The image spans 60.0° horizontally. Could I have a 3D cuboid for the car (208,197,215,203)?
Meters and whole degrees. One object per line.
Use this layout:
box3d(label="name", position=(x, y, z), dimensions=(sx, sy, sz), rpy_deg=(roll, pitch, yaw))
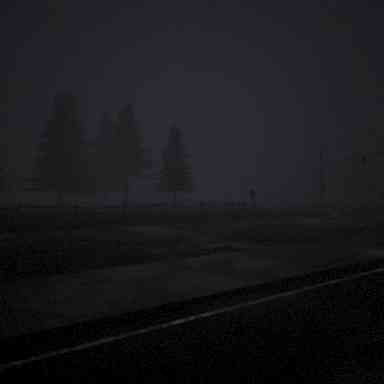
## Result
box3d(label="car", position=(3.870, 2.065, 82.546), dimensions=(1.812, 1.442, 4.674), rpy_deg=(1, 0, -35))

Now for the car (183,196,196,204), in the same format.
box3d(label="car", position=(-1.861, 2.058, 78.525), dimensions=(1.895, 1.301, 4.718), rpy_deg=(1, 0, -35))

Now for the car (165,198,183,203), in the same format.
box3d(label="car", position=(-4.734, 2.020, 76.528), dimensions=(1.895, 1.301, 4.718), rpy_deg=(1, 0, -35))

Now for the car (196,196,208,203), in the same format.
box3d(label="car", position=(0.981, 1.857, 80.574), dimensions=(2.097, 1.767, 4.553), rpy_deg=(1, 0, -35))
